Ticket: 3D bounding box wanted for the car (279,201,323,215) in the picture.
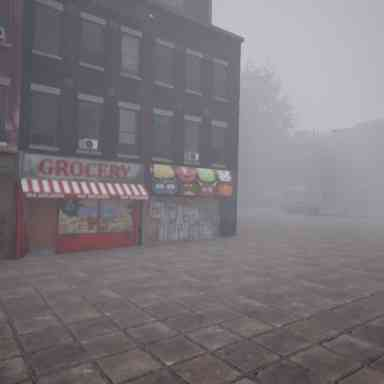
[{"bbox_3d":[11.624,1.698,35.736,1.837,1.490,4.892,2,-2,-35],"label":"car"}]
